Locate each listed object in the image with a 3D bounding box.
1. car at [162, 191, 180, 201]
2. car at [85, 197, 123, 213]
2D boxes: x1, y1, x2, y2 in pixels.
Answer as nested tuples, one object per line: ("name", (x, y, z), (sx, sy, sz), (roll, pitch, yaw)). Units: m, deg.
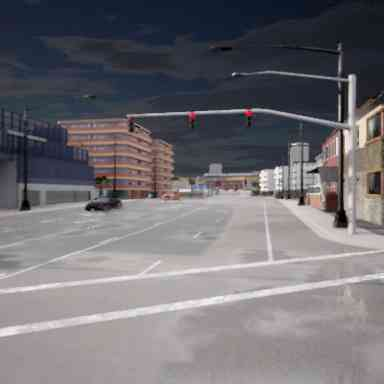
("car", (-3.624, 0.591, 57.426), (2.097, 1.767, 4.553), (0, 0, 12))
("car", (-8.752, 1.232, 33.652), (2.033, 1.411, 5.357), (0, 1, 12))
